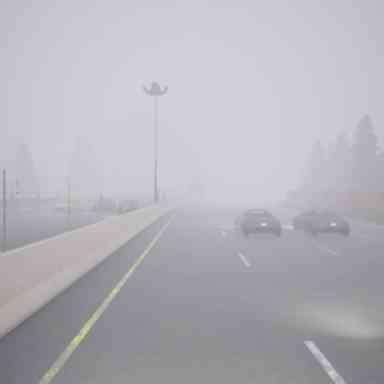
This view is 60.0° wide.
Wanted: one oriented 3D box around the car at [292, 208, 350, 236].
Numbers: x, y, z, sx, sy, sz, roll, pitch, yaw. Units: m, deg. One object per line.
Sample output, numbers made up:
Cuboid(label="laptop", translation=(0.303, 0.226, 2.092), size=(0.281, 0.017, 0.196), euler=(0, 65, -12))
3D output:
Cuboid(label="car", translation=(7.103, 1.602, 18.715), size=(1.994, 1.385, 4.181), euler=(0, 0, 0))

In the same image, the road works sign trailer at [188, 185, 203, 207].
Cuboid(label="road works sign trailer", translation=(0.692, 0.576, 54.712), size=(2.380, 3.560, 2.880), euler=(0, 0, 10))

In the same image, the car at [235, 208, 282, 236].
Cuboid(label="car", translation=(3.603, 1.602, 18.648), size=(1.994, 1.385, 4.181), euler=(0, 0, 0))
